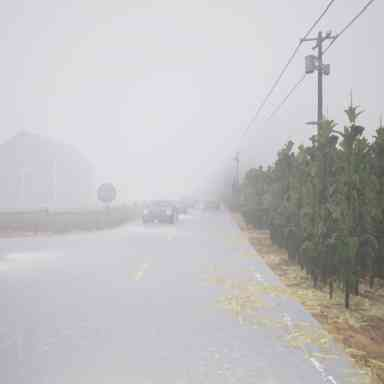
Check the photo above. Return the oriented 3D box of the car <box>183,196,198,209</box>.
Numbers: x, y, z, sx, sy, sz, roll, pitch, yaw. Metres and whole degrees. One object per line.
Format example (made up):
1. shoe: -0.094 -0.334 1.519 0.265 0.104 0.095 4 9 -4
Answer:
1. car: -0.698 1.351 44.167 2.097 1.767 4.553 0 0 4

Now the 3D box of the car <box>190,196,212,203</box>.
1. car: 1.835 1.524 69.289 4.674 1.442 1.812 0 0 42

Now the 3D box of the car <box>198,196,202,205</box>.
1. car: 0.272 1.505 56.251 1.837 1.490 4.892 0 0 5

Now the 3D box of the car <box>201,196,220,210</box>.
1. car: 2.568 1.477 42.438 1.882 1.535 5.008 0 0 4

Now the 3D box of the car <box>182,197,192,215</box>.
1. car: -1.473 1.563 34.126 1.994 1.385 4.181 0 0 4

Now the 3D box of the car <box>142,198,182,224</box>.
1. car: -2.214 1.352 24.364 2.097 1.767 4.553 0 0 4
